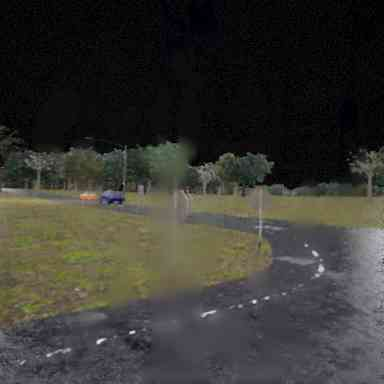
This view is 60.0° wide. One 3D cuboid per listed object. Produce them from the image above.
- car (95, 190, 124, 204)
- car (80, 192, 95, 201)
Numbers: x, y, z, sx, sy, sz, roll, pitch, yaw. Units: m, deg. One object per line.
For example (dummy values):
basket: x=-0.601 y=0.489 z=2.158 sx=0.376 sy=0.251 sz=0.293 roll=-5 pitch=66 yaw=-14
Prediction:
car: x=-12.307 y=0.780 z=50.481 sx=2.150 sy=2.045 sz=5.566 roll=2 pitch=0 yaw=-35
car: x=-18.306 y=0.712 z=58.926 sx=2.097 sy=1.767 sz=4.553 roll=2 pitch=0 yaw=-35
